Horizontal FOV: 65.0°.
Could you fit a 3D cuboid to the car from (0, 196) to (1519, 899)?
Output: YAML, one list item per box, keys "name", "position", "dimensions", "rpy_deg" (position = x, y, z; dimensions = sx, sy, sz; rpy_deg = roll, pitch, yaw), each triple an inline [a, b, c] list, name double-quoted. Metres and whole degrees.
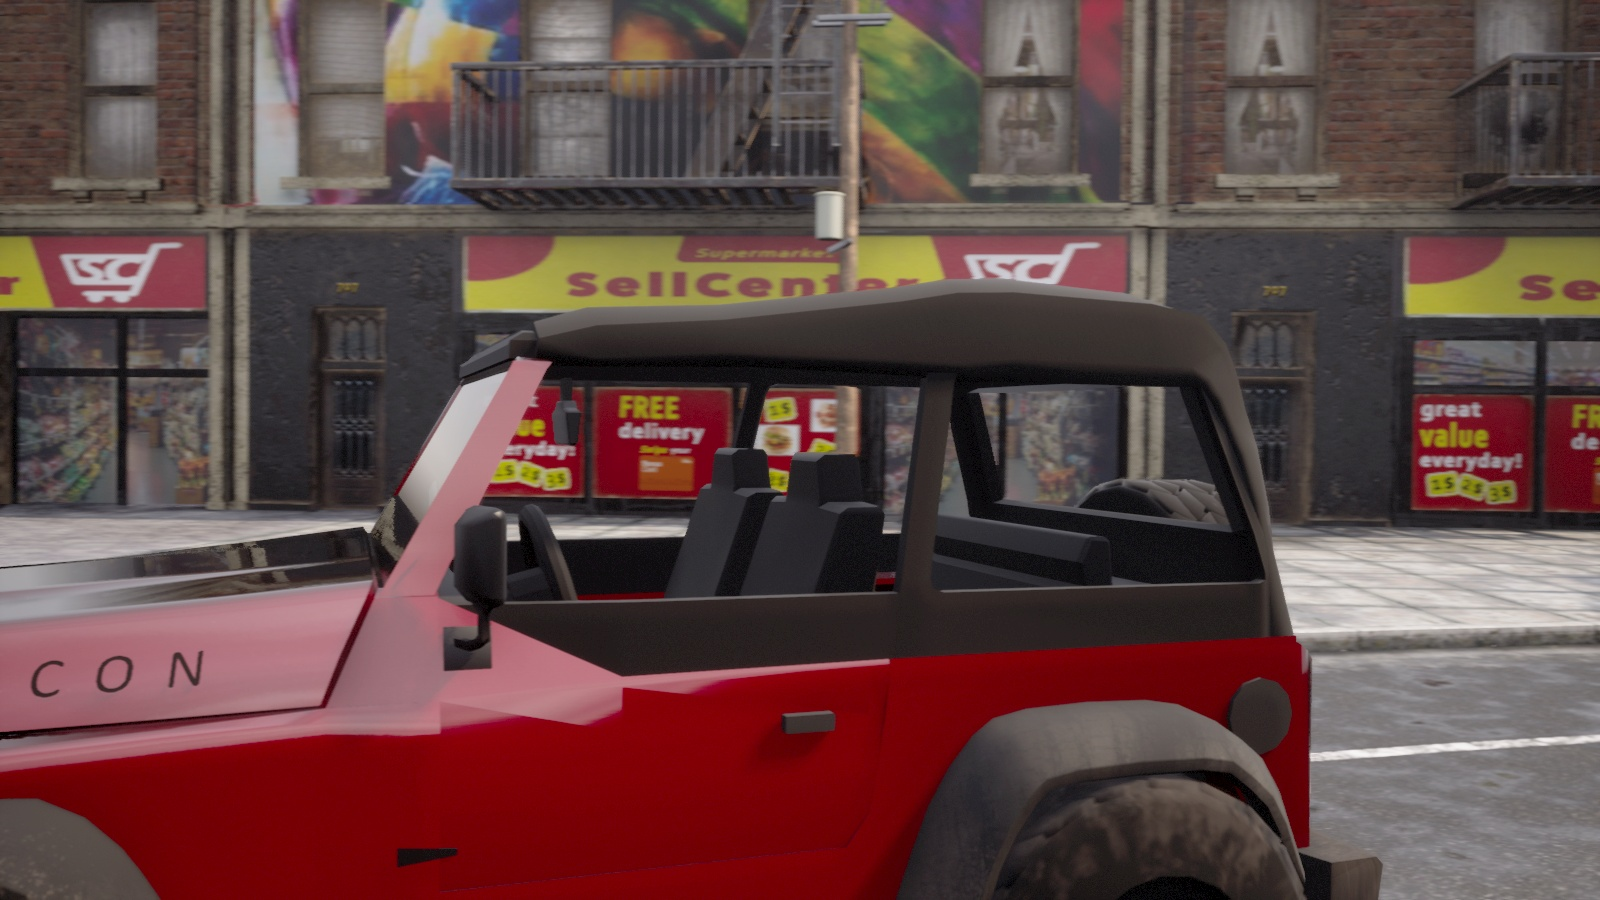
- name: "car"
  position: [-0.526, 0.546, 3.062]
  dimensions: [3.866, 1.878, 1.905]
  rpy_deg: [-1, 1, -20]
